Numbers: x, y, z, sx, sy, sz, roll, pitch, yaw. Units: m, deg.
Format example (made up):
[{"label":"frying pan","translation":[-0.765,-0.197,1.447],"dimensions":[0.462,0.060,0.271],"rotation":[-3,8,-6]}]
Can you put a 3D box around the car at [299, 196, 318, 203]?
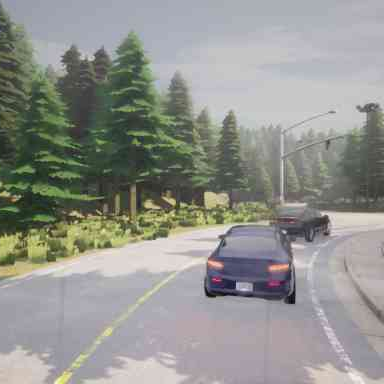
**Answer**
[{"label":"car","translation":[22.937,1.519,65.637],"dimensions":[4.902,1.511,2.128],"rotation":[0,0,-41]}]

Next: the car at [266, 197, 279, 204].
[{"label":"car","translation":[11.039,1.532,44.306],"dimensions":[1.837,1.490,4.892],"rotation":[0,0,5]}]

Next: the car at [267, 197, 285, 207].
[{"label":"car","translation":[13.829,1.553,54.782],"dimensions":[1.812,1.442,4.674],"rotation":[0,0,28]}]

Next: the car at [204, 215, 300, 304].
[{"label":"car","translation":[1.541,1.526,8.166],"dimensions":[1.812,1.442,4.674],"rotation":[0,0,15]}]

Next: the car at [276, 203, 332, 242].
[{"label":"car","translation":[5.467,1.505,16.535],"dimensions":[1.837,1.490,4.892],"rotation":[0,0,37]}]
